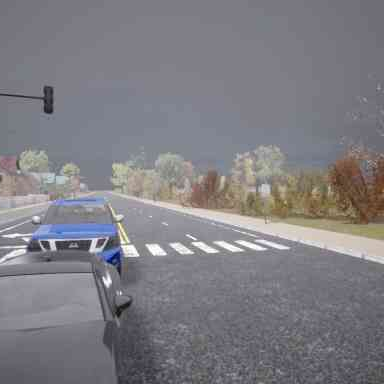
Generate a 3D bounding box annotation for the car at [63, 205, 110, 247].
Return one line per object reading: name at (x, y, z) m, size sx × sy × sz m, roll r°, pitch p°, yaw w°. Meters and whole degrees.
car at (-4.986, 1.498, 16.106) m, size 1.837 × 1.490 × 4.892 m, roll 0°, pitch 0°, yaw -15°

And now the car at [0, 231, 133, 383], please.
car at (-1.729, 1.524, 3.934) m, size 1.812 × 1.442 × 4.674 m, roll 0°, pitch 0°, yaw -13°

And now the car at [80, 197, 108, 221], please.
car at (-8.077, 1.338, 27.595) m, size 2.097 × 1.767 × 4.553 m, roll 0°, pitch 0°, yaw -15°

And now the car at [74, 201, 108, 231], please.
car at (-6.535, 1.468, 21.856) m, size 1.882 × 1.535 × 5.008 m, roll 0°, pitch 0°, yaw -15°

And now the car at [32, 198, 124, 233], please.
car at (-3.348, 1.218, 10.028) m, size 2.150 × 2.045 × 5.566 m, roll 0°, pitch 0°, yaw -15°
